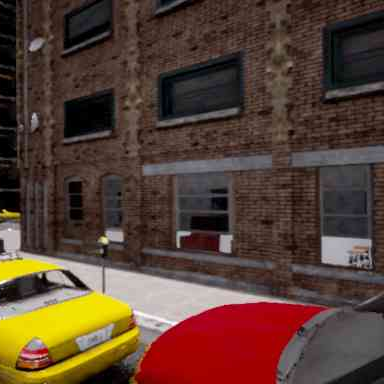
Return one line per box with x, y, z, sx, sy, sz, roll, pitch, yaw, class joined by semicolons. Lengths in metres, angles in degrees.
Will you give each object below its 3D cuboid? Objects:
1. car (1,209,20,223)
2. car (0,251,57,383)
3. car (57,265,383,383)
-18.642;2.187;30.889;1.752;1.417;4.829;-2;-2;35;car
-2.934;1.580;4.974;4.829;1.417;1.752;-1;-1;36;car
1.825;1.308;1.573;5.009;1.841;2.192;-1;-1;36;car
